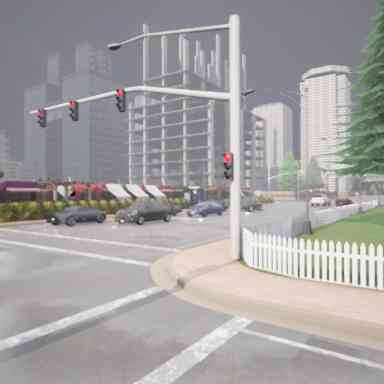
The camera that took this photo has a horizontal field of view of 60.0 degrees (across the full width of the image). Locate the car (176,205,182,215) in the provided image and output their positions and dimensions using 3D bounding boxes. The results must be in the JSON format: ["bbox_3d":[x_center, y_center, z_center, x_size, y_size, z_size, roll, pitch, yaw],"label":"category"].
[{"bbox_3d":[-3.118,1.665,31.877,2.033,1.411,5.357,0,0,34],"label":"car"}]

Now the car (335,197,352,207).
[{"bbox_3d":[24.424,1.541,53.430,1.882,1.535,5.008,0,0,34],"label":"car"}]

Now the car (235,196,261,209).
[{"bbox_3d":[8.243,1.473,48.557,2.097,1.767,4.553,0,0,35],"label":"car"}]

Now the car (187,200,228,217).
[{"bbox_3d":[1.365,1.624,32.231,1.812,1.442,4.674,0,0,34],"label":"car"}]

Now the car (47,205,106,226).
[{"bbox_3d":[-8.306,1.680,24.227,1.994,1.385,4.181,0,0,34],"label":"car"}]

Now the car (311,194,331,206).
[{"bbox_3d":[21.353,1.305,55.142,2.150,2.045,5.566,0,0,34],"label":"car"}]

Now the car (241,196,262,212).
[{"bbox_3d":[7.007,1.605,40.553,1.837,1.490,4.892,0,0,34],"label":"car"}]

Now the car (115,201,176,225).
[{"bbox_3d":[-3.593,1.449,24.941,2.097,1.767,4.553,0,0,34],"label":"car"}]
